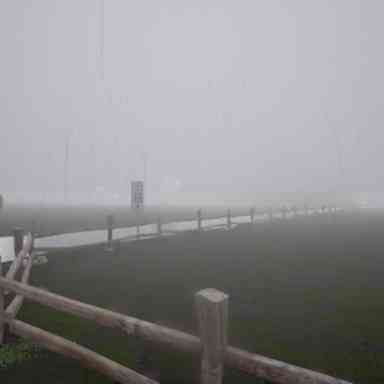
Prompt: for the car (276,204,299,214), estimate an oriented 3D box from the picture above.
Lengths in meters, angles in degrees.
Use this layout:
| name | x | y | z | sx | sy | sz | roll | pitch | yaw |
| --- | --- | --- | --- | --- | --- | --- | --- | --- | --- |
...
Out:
| name | x | y | z | sx | sy | sz | roll | pitch | yaw |
| --- | --- | --- | --- | --- | --- | --- | --- | --- | --- |
| car | 14.330 | 2.445 | 49.595 | 2.033 | 1.411 | 5.357 | -1 | -1 | 35 |
